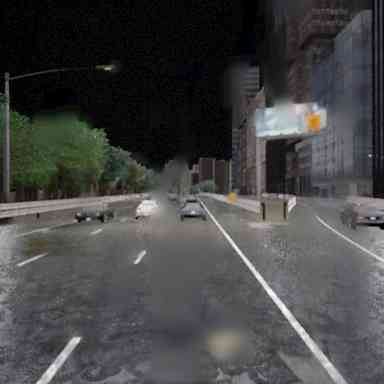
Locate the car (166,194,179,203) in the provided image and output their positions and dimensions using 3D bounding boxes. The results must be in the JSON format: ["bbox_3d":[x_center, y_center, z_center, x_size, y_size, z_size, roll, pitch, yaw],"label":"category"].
[{"bbox_3d":[-3.524,1.089,61.236,2.097,1.767,4.553,0,0,0],"label":"car"}]

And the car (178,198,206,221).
[{"bbox_3d":[0.091,1.476,26.685,1.994,1.385,4.181,0,0,0],"label":"car"}]

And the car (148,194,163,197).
[{"bbox_3d":[-7.024,1.089,61.200,2.097,1.767,4.553,0,0,0],"label":"car"}]

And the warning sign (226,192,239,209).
[{"bbox_3d":[4.523,0.975,37.473,1.300,1.860,1.060,-1,0,0],"label":"warning sign"}]

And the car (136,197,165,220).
[{"bbox_3d":[-3.412,1.435,27.172,1.812,1.442,4.674,0,0,0],"label":"car"}]

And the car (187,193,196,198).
[{"bbox_3d":[-0.024,1.301,61.234,1.994,1.385,4.181,0,0,0],"label":"car"}]

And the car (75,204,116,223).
[{"bbox_3d":[-6.917,1.522,24.431,1.895,1.301,4.718,0,0,0],"label":"car"}]

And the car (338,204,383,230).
[{"bbox_3d":[10.274,1.441,20.164,2.033,1.411,5.357,0,0,14],"label":"car"}]
